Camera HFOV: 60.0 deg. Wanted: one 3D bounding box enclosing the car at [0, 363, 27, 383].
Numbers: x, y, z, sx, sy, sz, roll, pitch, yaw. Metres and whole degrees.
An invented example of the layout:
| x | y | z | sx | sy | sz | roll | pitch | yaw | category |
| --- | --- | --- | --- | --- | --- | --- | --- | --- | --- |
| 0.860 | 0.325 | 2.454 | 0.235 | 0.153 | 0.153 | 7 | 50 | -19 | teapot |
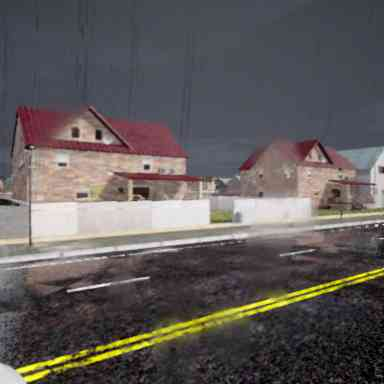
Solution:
| x | y | z | sx | sy | sz | roll | pitch | yaw | category |
| --- | --- | --- | --- | --- | --- | --- | --- | --- | --- |
| -3.131 | 1.526 | 1.207 | 4.674 | 1.442 | 1.812 | 0 | 0 | -35 | car |
